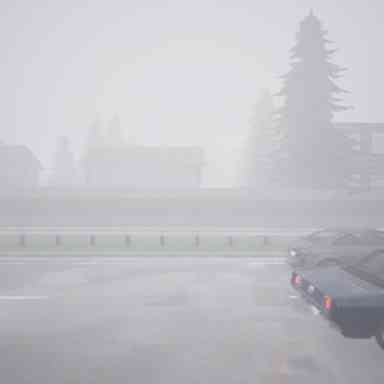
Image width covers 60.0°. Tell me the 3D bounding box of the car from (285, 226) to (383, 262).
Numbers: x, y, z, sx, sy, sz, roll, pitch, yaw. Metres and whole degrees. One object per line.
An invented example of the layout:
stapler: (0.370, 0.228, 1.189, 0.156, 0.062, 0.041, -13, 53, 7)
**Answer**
car: (4.704, 1.635, 8.977, 4.181, 1.385, 1.994, 0, 0, -1)

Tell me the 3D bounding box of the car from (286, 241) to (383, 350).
car: (4.222, 1.652, 5.464, 4.718, 1.301, 1.895, 0, 0, -1)
